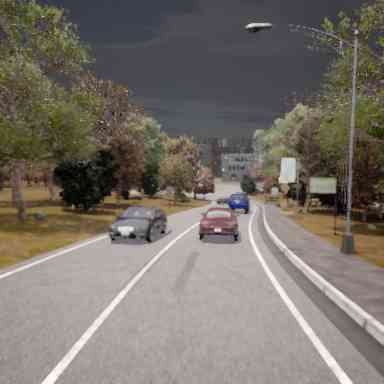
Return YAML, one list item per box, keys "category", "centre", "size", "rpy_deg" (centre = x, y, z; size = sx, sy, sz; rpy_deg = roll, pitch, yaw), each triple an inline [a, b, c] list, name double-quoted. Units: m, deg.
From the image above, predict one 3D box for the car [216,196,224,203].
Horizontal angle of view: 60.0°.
- category: "car"
  centre: [5.250, 1.448, 57.178]
  size: [2.033, 1.411, 5.357]
  rpy_deg: [1, 0, 8]

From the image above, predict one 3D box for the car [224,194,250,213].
- category: "car"
  centre: [5.276, 1.199, 37.272]
  size: [2.150, 2.045, 5.566]
  rpy_deg: [1, 0, 12]

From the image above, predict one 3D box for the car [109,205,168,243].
- category: "car"
  centre: [-2.408, 1.426, 16.013]
  size: [2.128, 1.511, 4.902]
  rpy_deg: [1, 0, 8]

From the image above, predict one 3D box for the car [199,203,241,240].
- category: "car"
  centre: [1.430, 1.508, 16.890]
  size: [1.812, 1.442, 4.674]
  rpy_deg: [1, 0, 7]
